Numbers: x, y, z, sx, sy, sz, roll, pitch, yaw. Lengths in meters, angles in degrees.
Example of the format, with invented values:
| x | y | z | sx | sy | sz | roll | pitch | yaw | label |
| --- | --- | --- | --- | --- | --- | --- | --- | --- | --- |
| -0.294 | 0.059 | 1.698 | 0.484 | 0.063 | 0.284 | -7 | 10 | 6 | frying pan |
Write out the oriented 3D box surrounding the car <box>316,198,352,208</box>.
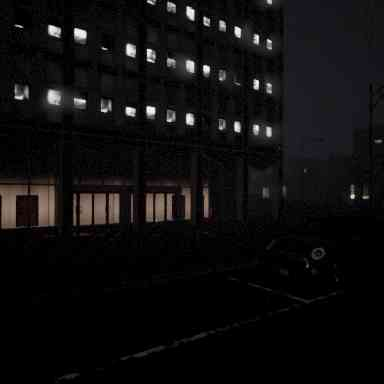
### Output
| x | y | z | sx | sy | sz | roll | pitch | yaw | label |
| --- | --- | --- | --- | --- | --- | --- | --- | --- | --- |
| 18.576 | 1.447 | 44.103 | 1.752 | 1.417 | 4.829 | 1 | 0 | -35 | car |

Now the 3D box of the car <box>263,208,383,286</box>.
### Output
| x | y | z | sx | sy | sz | roll | pitch | yaw | label |
| --- | --- | --- | --- | --- | --- | --- | --- | --- | --- |
| 3.888 | 1.441 | 9.330 | 4.097 | 1.590 | 1.967 | 0 | 0 | -36 | car |

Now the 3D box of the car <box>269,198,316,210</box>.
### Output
| x | y | z | sx | sy | sz | roll | pitch | yaw | label |
| --- | --- | --- | --- | --- | --- | --- | --- | --- | --- |
| 11.777 | 1.427 | 39.201 | 2.008 | 1.369 | 4.403 | 1 | 0 | -35 | car |

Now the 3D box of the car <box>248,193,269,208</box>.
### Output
| x | y | z | sx | sy | sz | roll | pitch | yaw | label |
| --- | --- | --- | --- | --- | --- | --- | --- | --- | --- |
| 8.631 | 1.168 | 43.757 | 2.192 | 1.841 | 5.009 | 1 | 0 | -35 | car |

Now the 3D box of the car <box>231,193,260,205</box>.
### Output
| x | y | z | sx | sy | sz | roll | pitch | yaw | label |
| --- | --- | --- | --- | --- | --- | --- | --- | --- | --- |
| 9.232 | 1.169 | 57.629 | 2.192 | 1.841 | 5.009 | 1 | 0 | -35 | car |

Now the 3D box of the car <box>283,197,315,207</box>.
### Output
| x | y | z | sx | sy | sz | roll | pitch | yaw | label |
| --- | --- | --- | --- | --- | --- | --- | --- | --- | --- |
| 15.524 | 1.481 | 48.519 | 1.802 | 1.307 | 4.206 | 1 | 0 | -35 | car |
